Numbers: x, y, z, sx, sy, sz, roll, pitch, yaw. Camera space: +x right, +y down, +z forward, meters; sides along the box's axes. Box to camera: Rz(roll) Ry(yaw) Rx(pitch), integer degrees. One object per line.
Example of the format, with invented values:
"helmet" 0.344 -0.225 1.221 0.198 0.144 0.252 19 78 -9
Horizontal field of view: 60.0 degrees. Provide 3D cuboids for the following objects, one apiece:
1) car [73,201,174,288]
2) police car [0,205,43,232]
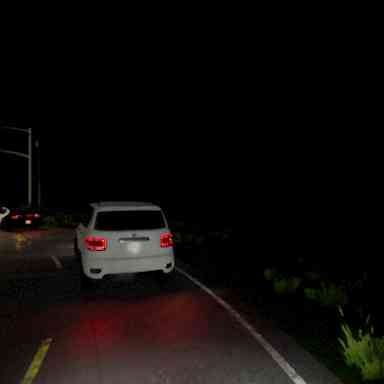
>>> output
"car" -2.196 1.273 9.733 2.150 2.045 5.566 0 0 -21
"police car" -11.618 1.620 21.174 4.974 1.542 2.038 0 0 37
